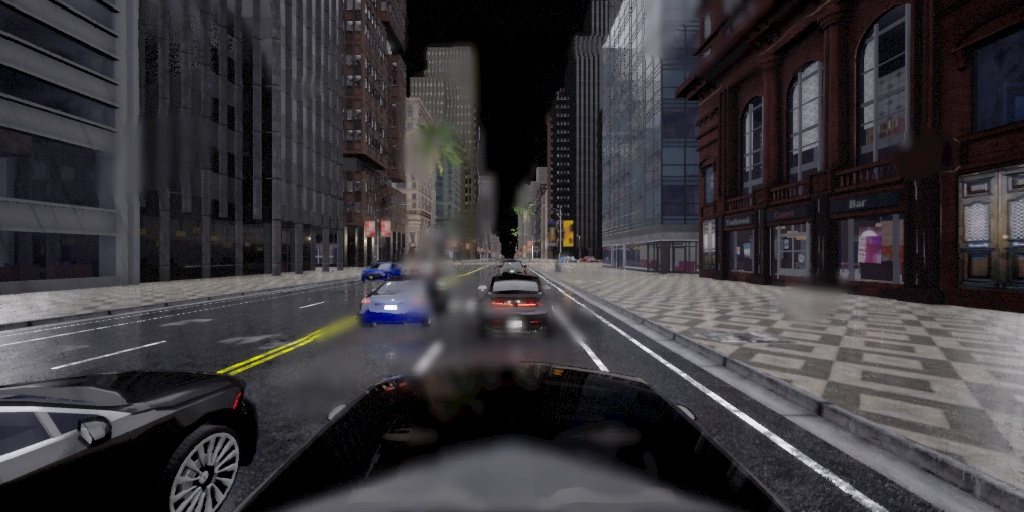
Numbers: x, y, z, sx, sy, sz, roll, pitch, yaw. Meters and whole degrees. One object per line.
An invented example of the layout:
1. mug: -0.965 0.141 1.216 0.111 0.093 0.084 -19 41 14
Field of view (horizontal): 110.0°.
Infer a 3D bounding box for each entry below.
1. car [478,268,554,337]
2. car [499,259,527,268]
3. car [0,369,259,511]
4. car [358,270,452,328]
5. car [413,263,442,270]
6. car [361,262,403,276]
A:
1. car: 0.091 1.254 10.223 1.837 1.490 4.892 0 0 0
2. car: 0.058 1.102 27.674 2.097 1.767 4.553 0 0 1
3. car: -3.147 1.241 1.179 2.128 1.511 4.902 0 0 0
4. car: -3.160 1.313 11.348 1.994 1.385 4.181 0 0 0
5. car: -6.632 1.275 28.148 1.812 1.442 4.674 0 0 0
6. car: -9.883 1.227 27.637 1.882 1.535 5.008 0 0 0
